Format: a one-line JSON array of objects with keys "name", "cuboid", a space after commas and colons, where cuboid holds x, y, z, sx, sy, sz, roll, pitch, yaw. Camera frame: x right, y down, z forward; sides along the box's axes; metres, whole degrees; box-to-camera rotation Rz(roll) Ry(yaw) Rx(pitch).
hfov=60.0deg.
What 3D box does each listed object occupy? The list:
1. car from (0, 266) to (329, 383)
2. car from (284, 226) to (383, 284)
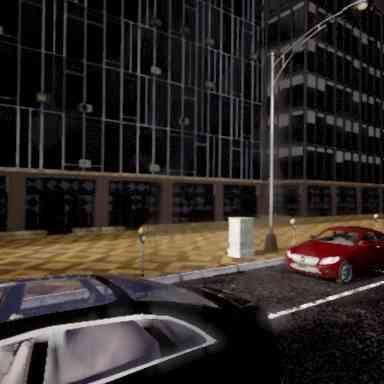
[{"name": "car", "cuboid": [-1.441, 1.492, 2.351, 4.902, 1.511, 2.128, 1, 0, -35]}, {"name": "car", "cuboid": [4.547, 1.679, 9.787, 4.206, 1.307, 1.802, 1, 0, -35]}]
